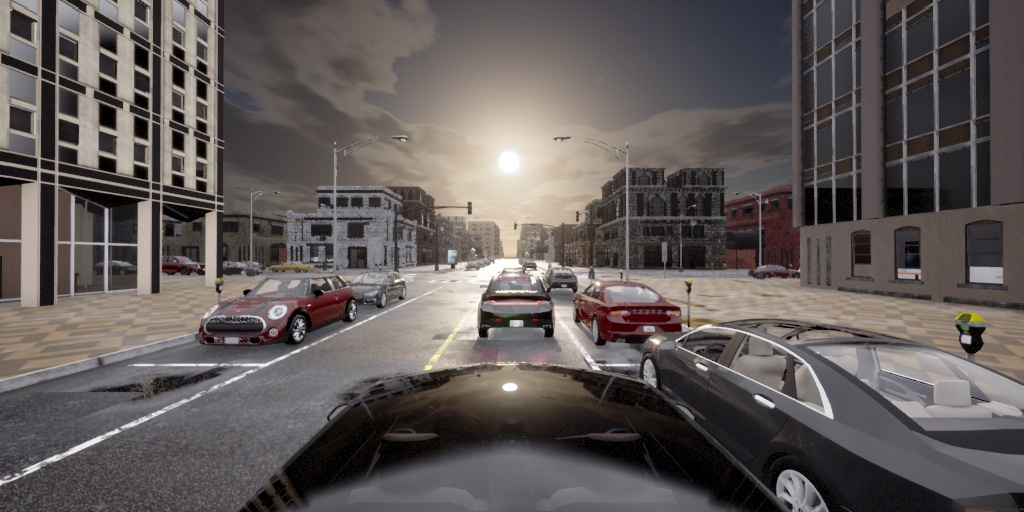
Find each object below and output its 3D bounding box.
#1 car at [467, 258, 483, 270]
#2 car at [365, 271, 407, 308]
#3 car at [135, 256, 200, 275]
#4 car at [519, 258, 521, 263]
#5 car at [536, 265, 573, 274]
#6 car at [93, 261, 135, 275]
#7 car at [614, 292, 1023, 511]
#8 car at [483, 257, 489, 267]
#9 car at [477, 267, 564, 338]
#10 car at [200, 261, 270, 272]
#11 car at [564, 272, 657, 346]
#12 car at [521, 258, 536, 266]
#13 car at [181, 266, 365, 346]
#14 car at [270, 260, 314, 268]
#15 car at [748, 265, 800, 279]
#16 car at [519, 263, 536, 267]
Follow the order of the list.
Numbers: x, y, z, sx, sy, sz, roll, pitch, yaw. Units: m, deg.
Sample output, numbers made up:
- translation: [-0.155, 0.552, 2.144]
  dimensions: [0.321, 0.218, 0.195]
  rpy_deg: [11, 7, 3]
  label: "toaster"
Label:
- translation: [-5.709, 1.339, 53.045]
  dimensions: [1.802, 1.307, 4.207]
  rpy_deg: [0, 0, 0]
  label: "car"
- translation: [-5.695, 1.302, 14.967]
  dimensions: [2.007, 1.370, 4.403]
  rpy_deg: [0, 0, 0]
  label: "car"
- translation: [-30.964, 0.918, 33.121]
  dimensions: [5.009, 1.841, 2.192]
  rpy_deg: [0, 0, 1]
  label: "car"
- translation: [2.667, 1.341, 64.077]
  dimensions: [1.802, 1.307, 4.207]
  rpy_deg: [0, 0, 0]
  label: "car"
- translation: [2.683, 1.303, 20.645]
  dimensions: [2.007, 1.370, 4.403]
  rpy_deg: [0, 0, 0]
  label: "car"
- translation: [-36.500, 1.131, 33.204]
  dimensions: [4.403, 1.370, 2.007]
  rpy_deg: [0, 0, 1]
  label: "car"
- translation: [2.690, 1.301, 3.569]
  dimensions: [2.007, 1.370, 4.403]
  rpy_deg: [0, 0, 0]
  label: "car"
- translation: [-5.714, 1.309, 64.088]
  dimensions: [2.007, 1.370, 4.403]
  rpy_deg: [0, 0, 0]
  label: "car"
- translation: [0.098, 1.242, 10.168]
  dimensions: [2.128, 1.511, 4.902]
  rpy_deg: [0, 0, 0]
  label: "car"
- translation: [-25.427, 1.177, 33.037]
  dimensions: [4.403, 1.370, 2.007]
  rpy_deg: [0, 0, 1]
  label: "car"
- translation: [2.687, 1.296, 9.261]
  dimensions: [1.888, 1.381, 4.507]
  rpy_deg: [0, 0, 0]
  label: "car"
- translation: [2.671, 1.322, 53.035]
  dimensions: [1.948, 1.339, 4.313]
  rpy_deg: [0, 0, 0]
  label: "car"
- translation: [-5.693, 1.190, 9.275]
  dimensions: [1.967, 1.591, 4.097]
  rpy_deg: [0, 0, 0]
  label: "car"
- translation: [-25.469, 1.198, 41.419]
  dimensions: [4.829, 1.417, 1.751]
  rpy_deg: [0, 0, 1]
  label: "car"
- translation: [23.631, 1.433, 32.265]
  dimensions: [4.207, 1.307, 1.802]
  rpy_deg: [0, 0, 1]
  label: "car"
- translation: [0.092, 1.316, 20.592]
  dimensions: [1.994, 1.385, 4.181]
  rpy_deg: [0, 0, 0]
  label: "car"
